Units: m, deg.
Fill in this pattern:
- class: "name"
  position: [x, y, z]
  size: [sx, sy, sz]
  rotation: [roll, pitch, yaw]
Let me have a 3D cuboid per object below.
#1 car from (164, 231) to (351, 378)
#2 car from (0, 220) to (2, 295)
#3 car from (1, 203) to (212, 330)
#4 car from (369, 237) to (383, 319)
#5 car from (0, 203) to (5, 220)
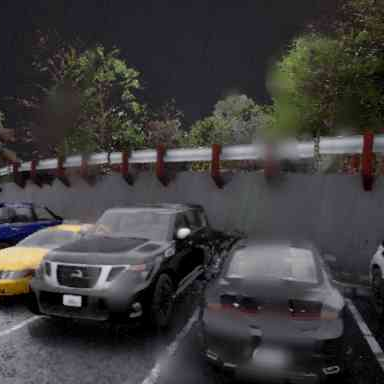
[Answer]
- class: "car"
  position: [1.450, 1.511, 5.814]
  size: [2.231, 1.521, 4.892]
  rotation: [-1, -1, 16]
- class: "car"
  position: [-3.500, 1.573, 9.154]
  size: [1.946, 1.575, 5.366]
  rotation: [0, -1, 16]
- class: "car"
  position: [-1.008, 1.293, 7.551]
  size: [2.435, 2.045, 5.566]
  rotation: [0, -1, 16]
- class: "car"
  position: [3.933, 1.225, 4.097]
  size: [2.435, 2.045, 5.566]
  rotation: [-1, -1, 15]
- class: "car"
  position: [-5.905, 1.363, 11.124]
  size: [2.435, 2.045, 5.566]
  rotation: [-1, -1, 15]
